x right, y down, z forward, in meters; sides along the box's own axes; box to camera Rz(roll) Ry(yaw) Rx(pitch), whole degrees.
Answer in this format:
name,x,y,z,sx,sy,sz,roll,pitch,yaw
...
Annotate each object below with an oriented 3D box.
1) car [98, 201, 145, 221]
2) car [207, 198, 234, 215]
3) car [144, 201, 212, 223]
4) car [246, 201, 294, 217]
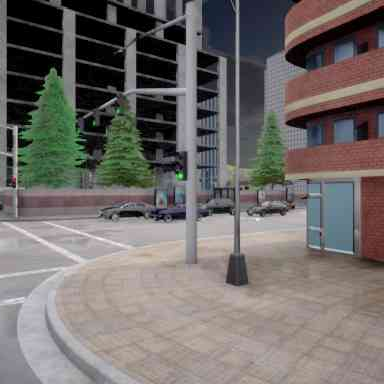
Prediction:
name,x,y,z,sx,sy,sz,roll,pitch,yaw
car,-5.285,1.547,27.596,4.902,1.511,2.128,0,0,-35
car,2.202,1.407,32.889,4.553,1.767,2.097,0,0,-35
car,-1.023,1.656,26.323,4.718,1.301,1.895,0,0,-35
car,7.360,1.581,32.243,4.674,1.442,1.812,0,0,-35
